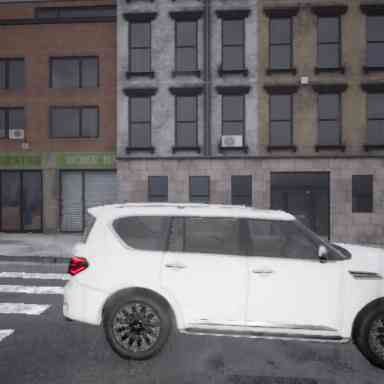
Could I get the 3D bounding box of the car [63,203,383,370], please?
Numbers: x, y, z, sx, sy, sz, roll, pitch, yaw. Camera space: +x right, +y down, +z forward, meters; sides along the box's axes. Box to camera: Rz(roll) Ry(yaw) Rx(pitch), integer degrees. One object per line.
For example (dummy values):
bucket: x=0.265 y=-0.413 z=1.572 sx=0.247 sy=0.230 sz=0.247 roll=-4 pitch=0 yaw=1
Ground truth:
car: x=0.869 y=1.228 z=5.328 sx=5.566 sy=2.045 sz=2.150 roll=1 pitch=0 yaw=3
